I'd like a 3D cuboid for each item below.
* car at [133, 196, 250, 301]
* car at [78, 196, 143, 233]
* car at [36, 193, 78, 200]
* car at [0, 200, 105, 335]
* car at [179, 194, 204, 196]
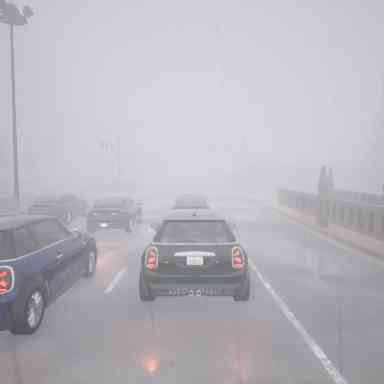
[{"bbox_3d":[0.036,1.184,8.126,2.097,1.767,4.553,0,2,0],"label":"car"},{"bbox_3d":[-3.533,0.937,15.776,1.837,1.490,4.892,0,3,0],"label":"car"},{"bbox_3d":[-7.048,0.808,17.938,1.837,1.490,4.892,0,3,-1],"label":"car"},{"bbox_3d":[-3.452,1.232,6.688,2.097,1.767,4.553,0,2,-1],"label":"car"},{"bbox_3d":[-0.041,0.820,17.357,1.882,1.535,5.008,0,3,0],"label":"car"}]
